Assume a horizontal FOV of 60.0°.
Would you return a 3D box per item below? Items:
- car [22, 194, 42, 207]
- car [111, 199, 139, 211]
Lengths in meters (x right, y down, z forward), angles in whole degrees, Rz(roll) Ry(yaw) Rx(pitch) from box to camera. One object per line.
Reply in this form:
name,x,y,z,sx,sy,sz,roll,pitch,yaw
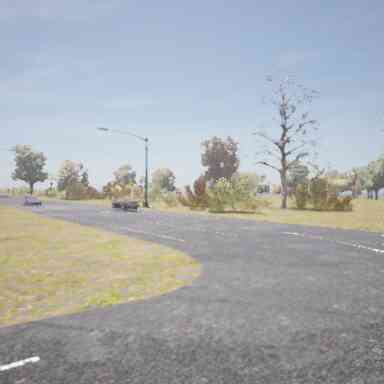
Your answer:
car,-24.579,1.479,51.205,2.033,1.411,5.357,1,0,-37
car,-8.384,1.552,41.274,2.128,1.511,4.902,1,0,-37
